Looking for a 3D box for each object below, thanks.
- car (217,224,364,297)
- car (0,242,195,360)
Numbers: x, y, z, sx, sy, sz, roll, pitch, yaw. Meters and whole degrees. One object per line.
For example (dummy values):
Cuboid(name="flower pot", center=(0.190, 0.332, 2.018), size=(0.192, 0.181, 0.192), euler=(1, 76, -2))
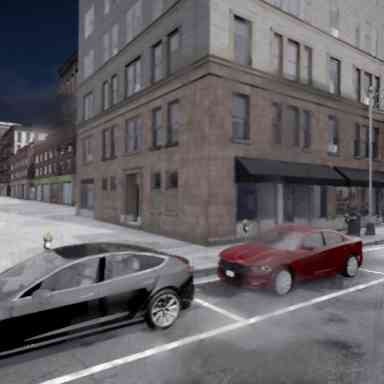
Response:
Cuboid(name="car", center=(2.683, 1.569, 8.667), size=(4.507, 1.381, 1.887), euler=(0, 0, -35))
Cuboid(name="car", center=(-1.936, 1.571, 5.374), size=(4.313, 1.339, 1.947), euler=(0, 0, -35))
